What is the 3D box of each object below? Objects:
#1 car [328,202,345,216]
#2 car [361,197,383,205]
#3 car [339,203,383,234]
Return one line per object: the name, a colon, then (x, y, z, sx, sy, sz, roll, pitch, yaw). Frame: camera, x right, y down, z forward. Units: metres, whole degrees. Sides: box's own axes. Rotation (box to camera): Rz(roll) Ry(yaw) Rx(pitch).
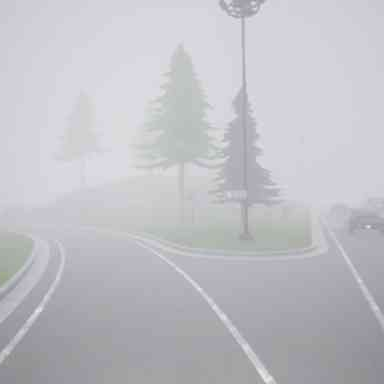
car: (16.560, 1.879, 37.607, 1.837, 1.490, 4.892, -1, -1, 19)
car: (19.629, 1.534, 35.797, 2.150, 2.045, 5.566, -1, -1, 19)
car: (10.584, 1.695, 20.723, 1.837, 1.490, 4.892, -1, -1, 19)
